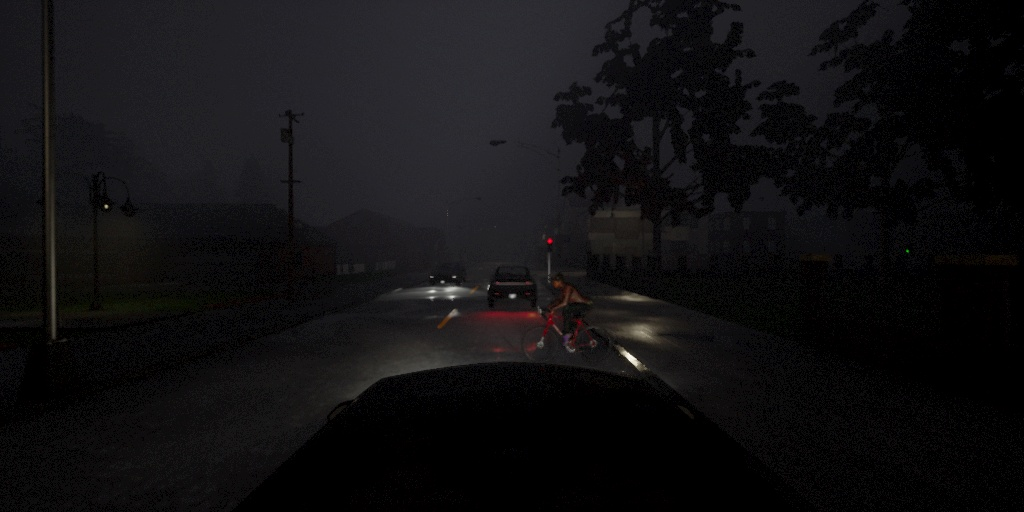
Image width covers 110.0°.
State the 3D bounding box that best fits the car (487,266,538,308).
[{"bbox_3d":[0.015,1.147,14.698,2.128,1.511,4.902,0,0,0],"label":"car"}]

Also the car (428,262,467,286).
[{"bbox_3d":[-4.132,1.137,23.952,2.033,1.411,5.357,0,0,0],"label":"car"}]

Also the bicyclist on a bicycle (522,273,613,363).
[{"bbox_3d":[0.989,1.132,6.460,1.656,1.620,0.582,-1,0,0],"label":"bicyclist on a bicycle"}]
